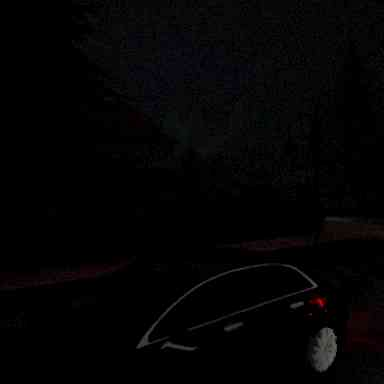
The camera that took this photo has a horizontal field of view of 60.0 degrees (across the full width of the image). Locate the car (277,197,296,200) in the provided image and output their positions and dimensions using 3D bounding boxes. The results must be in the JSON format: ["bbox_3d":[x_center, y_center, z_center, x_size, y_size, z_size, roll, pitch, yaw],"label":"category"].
[{"bbox_3d":[8.315,1.190,29.265,2.097,1.767,4.553,0,0,-36],"label":"car"}]

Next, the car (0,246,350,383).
[{"bbox_3d":[-0.058,1.505,3.936,4.892,1.490,1.837,0,0,-36],"label":"car"}]
